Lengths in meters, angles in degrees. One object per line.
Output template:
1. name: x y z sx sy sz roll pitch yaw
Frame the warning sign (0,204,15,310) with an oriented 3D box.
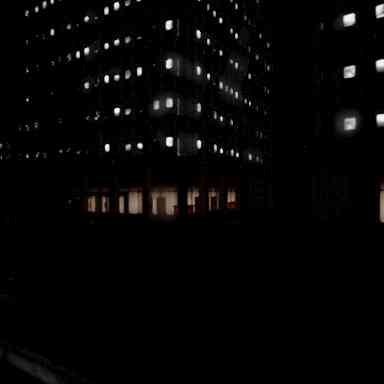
1. warning sign: -4.062 1.162 5.877 1.060 1.860 1.300 0 0 34
